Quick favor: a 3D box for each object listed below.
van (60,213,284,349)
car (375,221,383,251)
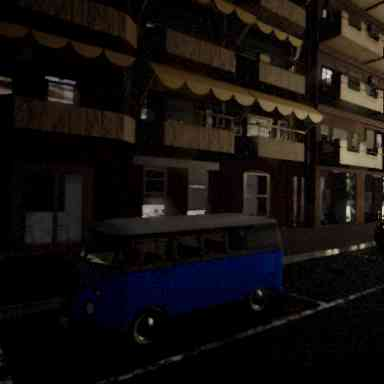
[{"bbox_3d":[-0.120,1.332,5.984,3.998,1.788,1.690,0,2,-35],"label":"van"},{"bbox_3d":[8.885,1.277,12.406,5.009,1.841,2.192,0,2,-35],"label":"car"}]
